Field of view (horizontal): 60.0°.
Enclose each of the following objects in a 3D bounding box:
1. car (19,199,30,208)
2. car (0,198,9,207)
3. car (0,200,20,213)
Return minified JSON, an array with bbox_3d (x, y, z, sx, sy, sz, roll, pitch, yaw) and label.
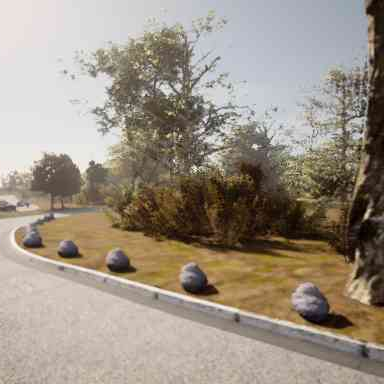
[{"bbox_3d":[-30.602,2.006,60.286,2.128,1.511,4.902,0,0,-30],"label":"car"},{"bbox_3d":[-33.420,1.829,58.668,1.994,1.385,4.181,0,0,-30],"label":"car"},{"bbox_3d":[-24.836,2.061,43.820,1.895,1.301,4.718,0,-1,-9],"label":"car"}]
